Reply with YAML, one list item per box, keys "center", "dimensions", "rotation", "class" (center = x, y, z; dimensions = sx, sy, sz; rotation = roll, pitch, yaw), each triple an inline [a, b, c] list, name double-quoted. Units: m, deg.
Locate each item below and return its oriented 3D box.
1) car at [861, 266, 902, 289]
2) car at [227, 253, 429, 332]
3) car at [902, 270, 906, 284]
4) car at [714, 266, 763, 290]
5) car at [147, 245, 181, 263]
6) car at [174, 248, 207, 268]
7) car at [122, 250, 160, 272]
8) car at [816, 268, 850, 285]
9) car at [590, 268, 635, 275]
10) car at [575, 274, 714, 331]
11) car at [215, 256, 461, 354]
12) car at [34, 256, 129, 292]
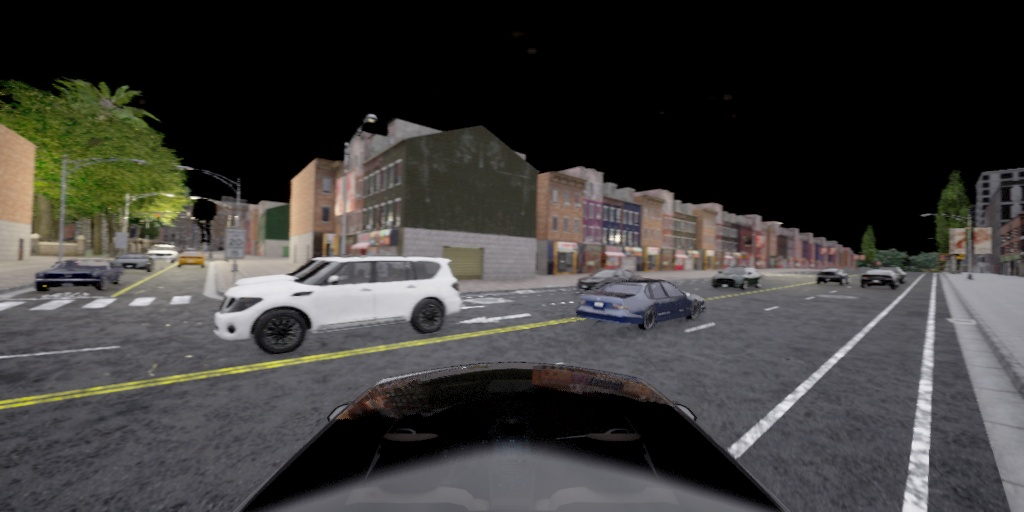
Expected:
- center: [29.925, 1.814, 29.163]
  dimensions: [5.008, 1.535, 1.882]
  rotation: [1, 0, -40]
  class: "car"
- center: [-5.833, 1.003, 11.878]
  dimensions: [5.566, 2.045, 2.150]
  rotation: [2, -1, -40]
  class: "car"
- center: [37.537, 1.790, 35.666]
  dimensions: [4.553, 1.767, 2.097]
  rotation: [1, 0, -40]
  class: "car"
- center: [16.723, 1.542, 26.703]
  dimensions: [4.553, 1.767, 2.097]
  rotation: [1, -1, -40]
  class: "car"
- center: [-39.397, -0.218, 40.461]
  dimensions: [2.150, 2.045, 5.566]
  rotation: [2, 0, -40]
  class: "car"
- center: [-30.903, 0.292, 34.686]
  dimensions: [1.882, 1.535, 5.008]
  rotation: [2, 0, -40]
  class: "car"
- center: [-28.106, 0.481, 26.714]
  dimensions: [1.994, 1.385, 4.181]
  rotation: [2, 0, -40]
  class: "car"
- center: [29.742, 1.867, 33.217]
  dimensions: [4.892, 1.490, 1.837]
  rotation: [0, 0, -40]
  class: "car"
- center: [6.008, 1.503, 21.901]
  dimensions: [5.008, 1.535, 1.882]
  rotation: [1, -1, -40]
  class: "car"
- center: [4.354, 1.453, 11.727]
  dimensions: [5.357, 1.411, 2.033]
  rotation: [1, -1, -40]
  class: "car"
- center: [-3.980, 0.996, 9.185]
  dimensions: [5.566, 2.045, 2.150]
  rotation: [1, -1, -40]
  class: "car"
- center: [-19.684, 0.828, 16.518]
  dimensions: [1.895, 1.301, 4.718]
  rotation: [2, 0, -39]
  class: "car"
